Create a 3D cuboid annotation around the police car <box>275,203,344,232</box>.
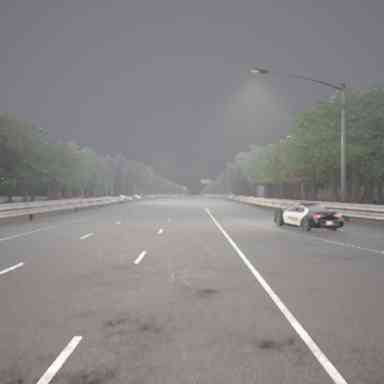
[{"bbox_3d":[6.761,1.468,20.100,2.038,1.542,4.974,0,0,-14],"label":"police car"}]
